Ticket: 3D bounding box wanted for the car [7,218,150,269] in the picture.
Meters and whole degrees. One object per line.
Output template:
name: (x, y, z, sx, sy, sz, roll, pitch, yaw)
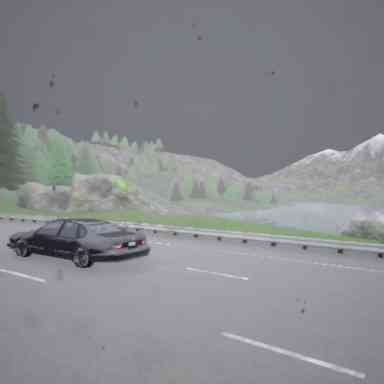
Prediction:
car: (-3.973, 1.593, 11.344, 5.357, 1.411, 2.033, 1, -1, 31)
